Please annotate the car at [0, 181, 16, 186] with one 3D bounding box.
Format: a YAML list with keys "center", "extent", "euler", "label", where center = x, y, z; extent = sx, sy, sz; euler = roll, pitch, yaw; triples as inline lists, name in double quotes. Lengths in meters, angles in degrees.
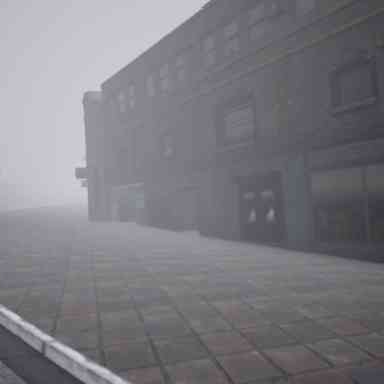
- center: [-44.562, -1.836, 77.952]
  extent: [2.185, 1.767, 4.553]
  euler: [-4, -3, 19]
  label: "car"

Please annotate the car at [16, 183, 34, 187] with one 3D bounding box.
- center: [-42.807, -1.508, 83.397]
  extent: [2.163, 1.488, 4.792]
  euler: [-4, -3, 18]
  label: "car"
